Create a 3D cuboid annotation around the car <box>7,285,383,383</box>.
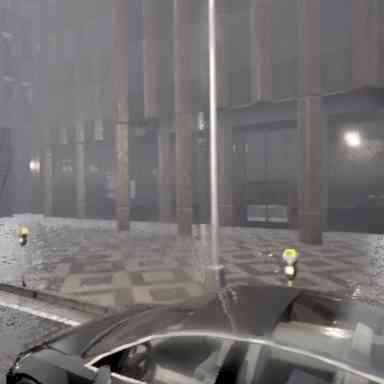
[{"bbox_3d":[0.361,1.519,2.742,4.313,1.339,1.947,0,1,30],"label":"car"}]
